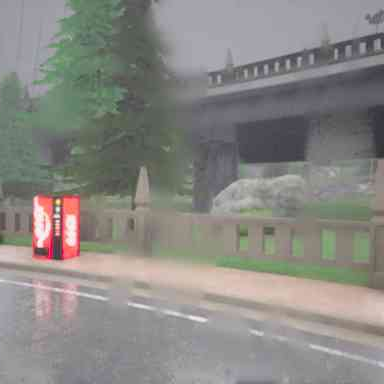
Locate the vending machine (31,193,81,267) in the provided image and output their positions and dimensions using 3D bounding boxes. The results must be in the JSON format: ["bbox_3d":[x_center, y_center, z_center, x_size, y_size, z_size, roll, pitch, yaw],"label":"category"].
[{"bbox_3d":[-4.144,1.095,10.204,0.880,2.100,1.100,1,0,22],"label":"vending machine"}]
